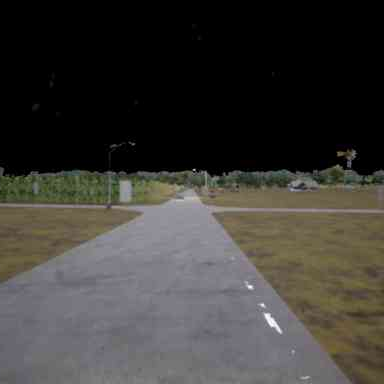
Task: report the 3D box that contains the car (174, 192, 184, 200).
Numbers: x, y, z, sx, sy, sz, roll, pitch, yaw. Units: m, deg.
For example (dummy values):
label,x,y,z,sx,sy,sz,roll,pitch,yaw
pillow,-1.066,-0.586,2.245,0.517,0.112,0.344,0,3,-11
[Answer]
label,x,y,z,sx,sy,sz,roll,pitch,yaw
car,-2.784,0.837,74.131,2.097,1.767,4.553,0,1,0
